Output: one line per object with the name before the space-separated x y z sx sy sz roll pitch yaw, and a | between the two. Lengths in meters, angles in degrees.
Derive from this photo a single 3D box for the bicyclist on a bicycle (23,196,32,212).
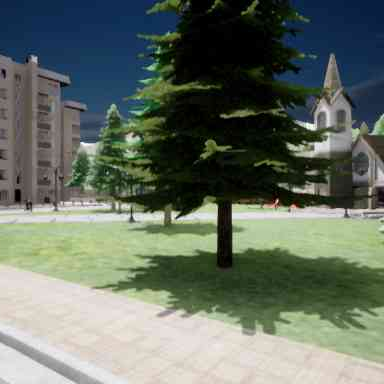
bicyclist on a bicycle | -16.822 1.260 34.030 1.656 1.620 0.582 0 0 36
